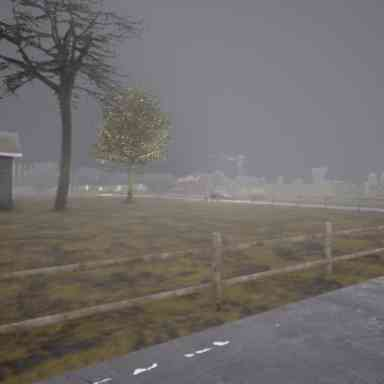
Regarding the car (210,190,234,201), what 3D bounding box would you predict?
[{"bbox_3d":[4.947,0.554,55.141,2.097,1.767,4.553,1,0,-35],"label":"car"}]
